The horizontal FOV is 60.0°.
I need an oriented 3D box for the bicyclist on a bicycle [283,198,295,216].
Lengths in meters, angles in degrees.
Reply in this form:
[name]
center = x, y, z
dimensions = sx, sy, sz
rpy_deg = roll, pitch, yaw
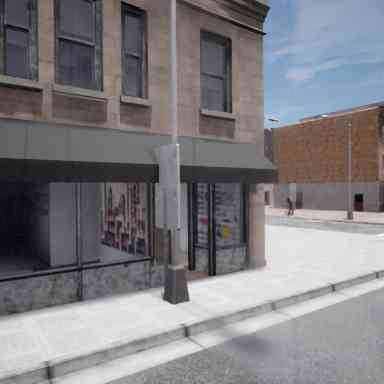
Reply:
[bicyclist on a bicycle]
center = 8.946, 1.375, 30.642
dimensions = 1.656, 1.620, 0.582
rpy_deg = -1, 1, -35
